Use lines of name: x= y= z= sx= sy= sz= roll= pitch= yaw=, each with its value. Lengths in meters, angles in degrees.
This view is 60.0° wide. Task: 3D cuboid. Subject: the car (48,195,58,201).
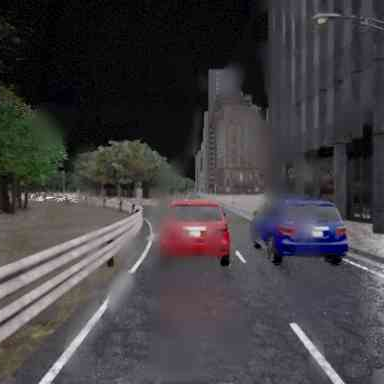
car: x=-34.072 y=1.371 z=80.480 sx=1.895 sy=1.301 sz=4.718 roll=0 pitch=1 yaw=-39

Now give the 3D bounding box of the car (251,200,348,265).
car: x=3.603 y=1.305 z=12.171 sx=2.150 sy=2.045 sz=5.566 roll=0 pitch=0 yaw=0

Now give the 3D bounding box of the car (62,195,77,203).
car: x=-26.932 y=1.496 z=73.090 sx=5.008 sy=1.535 sz=1.882 roll=1 pitch=1 yaw=44

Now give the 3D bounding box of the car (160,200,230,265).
car: x=0.095 y=1.305 z=12.137 sx=2.150 sy=2.045 sz=5.566 roll=0 pitch=0 yaw=0
